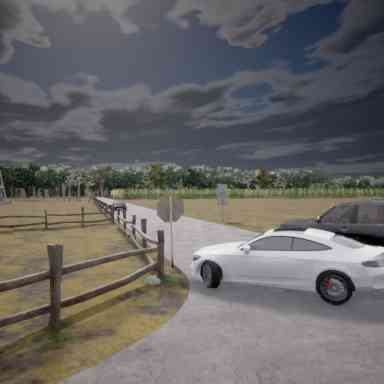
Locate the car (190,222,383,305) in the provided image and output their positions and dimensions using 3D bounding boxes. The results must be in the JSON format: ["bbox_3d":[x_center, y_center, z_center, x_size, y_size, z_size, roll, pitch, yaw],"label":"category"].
[{"bbox_3d":[2.198,1.614,8.176,4.674,1.442,1.812,-2,0,29],"label":"car"}]

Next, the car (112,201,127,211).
[{"bbox_3d":[-10.868,1.983,49.470,2.033,1.411,5.357,-2,0,-18],"label":"car"}]

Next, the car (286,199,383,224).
[{"bbox_3d":[5.108,1.229,9.828,2.150,2.045,5.566,-2,0,-40],"label":"car"}]
